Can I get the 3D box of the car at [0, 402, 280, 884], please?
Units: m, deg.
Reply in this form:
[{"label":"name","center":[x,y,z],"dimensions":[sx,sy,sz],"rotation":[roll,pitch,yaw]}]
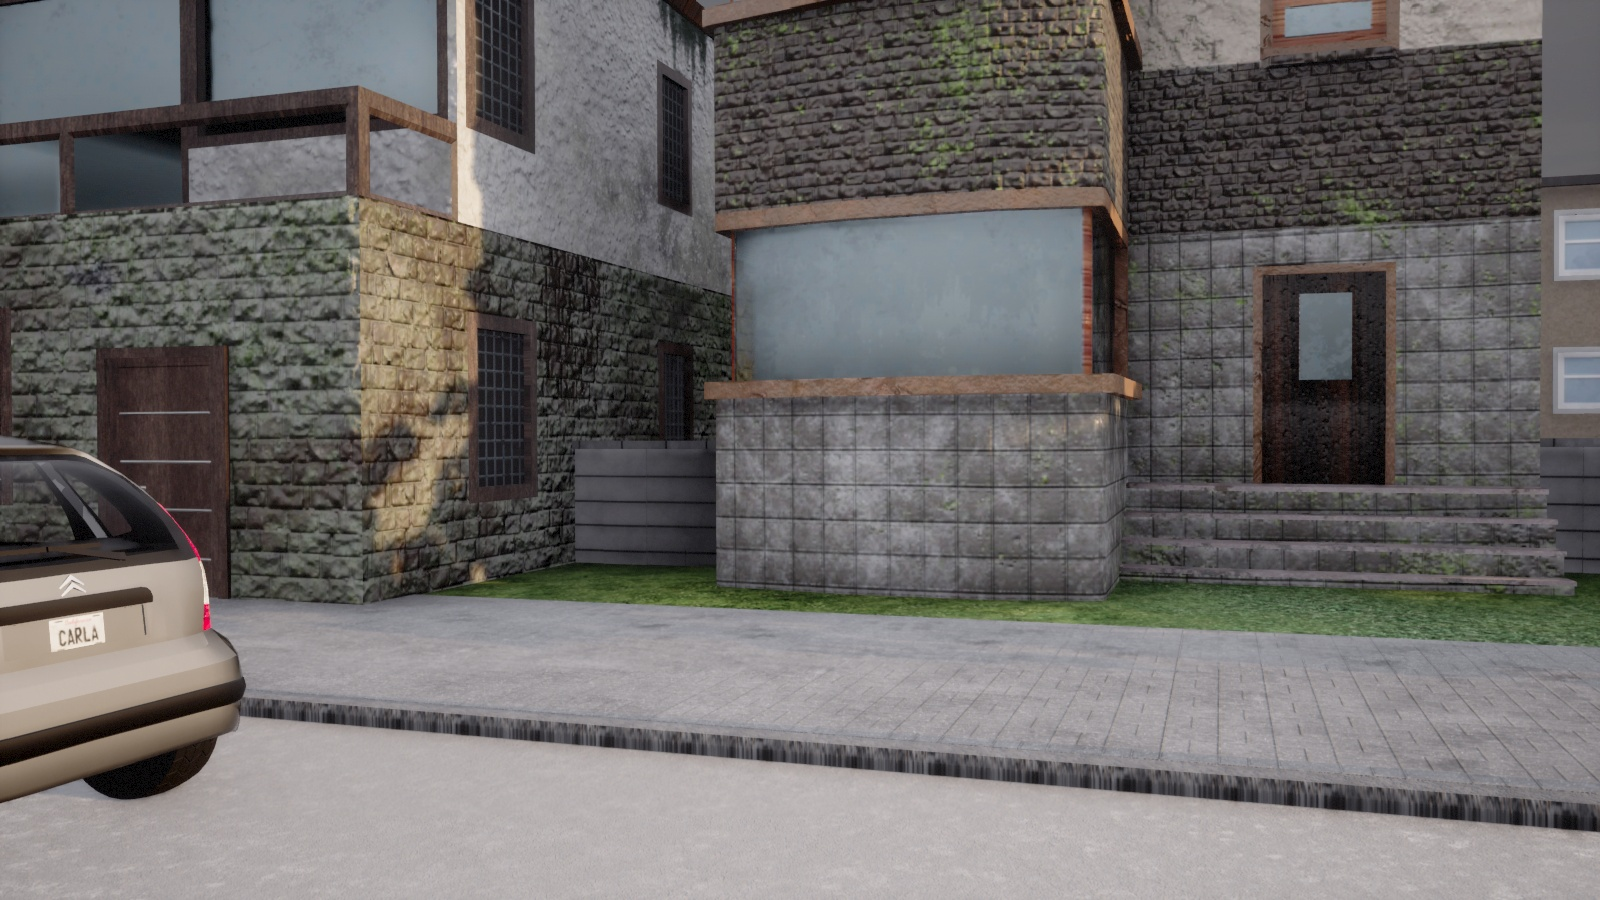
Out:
[{"label":"car","center":[-4.446,0.625,5.213],"dimensions":[3.988,1.617,1.851],"rotation":[1,1,19]}]
